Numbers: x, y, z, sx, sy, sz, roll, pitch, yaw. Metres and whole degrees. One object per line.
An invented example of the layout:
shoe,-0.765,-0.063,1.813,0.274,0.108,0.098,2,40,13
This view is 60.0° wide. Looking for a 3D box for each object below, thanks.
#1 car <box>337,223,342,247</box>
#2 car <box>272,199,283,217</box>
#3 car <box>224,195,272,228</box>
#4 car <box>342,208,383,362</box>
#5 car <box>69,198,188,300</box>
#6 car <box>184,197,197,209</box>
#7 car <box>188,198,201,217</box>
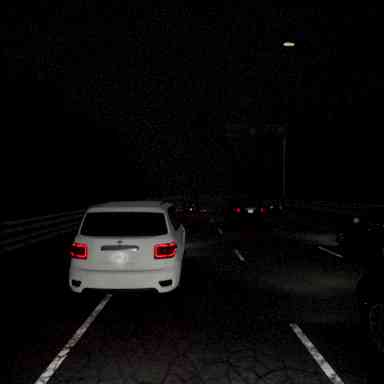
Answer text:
car,7.031,1.354,11.902,2.097,1.767,4.553,0,0,0
car,6.946,1.369,31.179,2.097,1.767,4.553,0,0,0
car,3.483,1.231,22.491,2.150,2.045,5.566,0,0,0
car,3.575,1.222,2.639,2.150,2.045,5.566,0,0,0
car,-1.278,1.226,8.517,2.150,2.045,5.566,0,0,0
car,-0.180,1.549,46.866,1.837,1.490,4.892,0,0,0
car,-0.105,1.527,36.515,1.837,1.490,4.892,0,0,0
